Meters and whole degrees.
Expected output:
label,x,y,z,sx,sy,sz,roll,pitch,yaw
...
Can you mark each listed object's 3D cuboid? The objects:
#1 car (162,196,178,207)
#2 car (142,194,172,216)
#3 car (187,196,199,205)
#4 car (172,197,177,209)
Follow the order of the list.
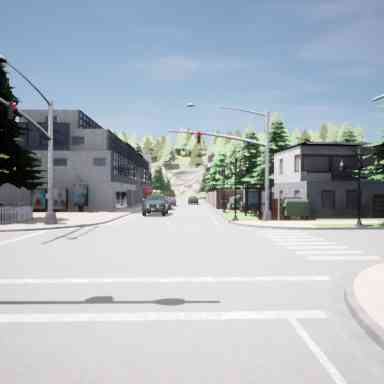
label,x,y,z,sx,sy,sz,roll,pitch,yaw
car,-3.459,1.490,52.992,2.128,1.511,4.902,0,0,0
car,-3.525,1.220,32.674,2.150,2.045,5.566,0,0,0
car,0.239,1.503,59.528,1.837,1.490,4.892,0,0,0
car,-3.499,1.490,42.724,2.128,1.511,4.902,0,0,0
